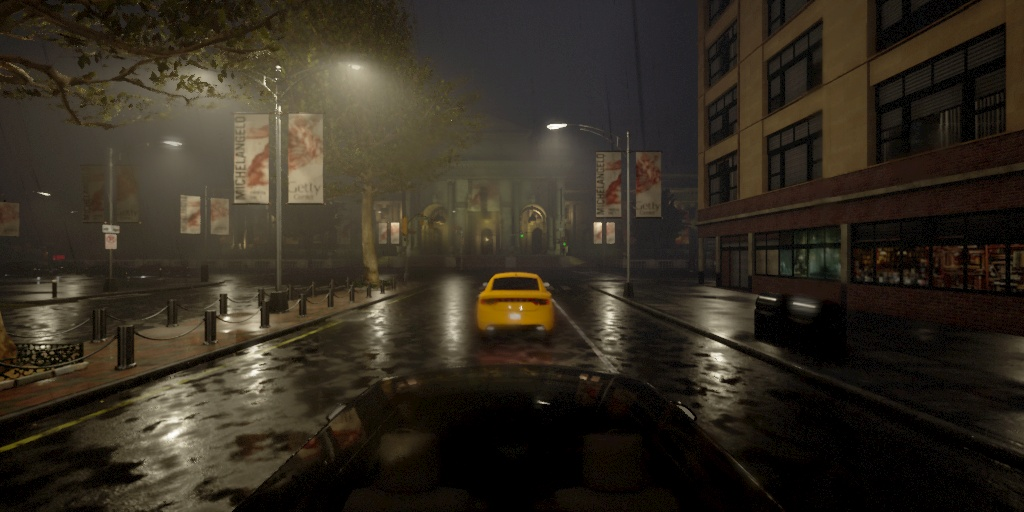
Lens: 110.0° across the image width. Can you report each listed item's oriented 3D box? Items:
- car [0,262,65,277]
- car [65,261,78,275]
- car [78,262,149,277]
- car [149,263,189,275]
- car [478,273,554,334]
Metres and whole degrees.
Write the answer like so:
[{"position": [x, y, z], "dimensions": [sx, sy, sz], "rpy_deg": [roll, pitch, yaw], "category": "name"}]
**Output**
[{"position": [-47.094, 1.269, 34.795], "dimensions": [4.674, 1.442, 1.812], "rpy_deg": [0, 0, 0], "category": "car"}, {"position": [-47.023, 1.290, 38.309], "dimensions": [5.357, 1.411, 2.033], "rpy_deg": [0, 0, 0], "category": "car"}, {"position": [-38.525, 1.307, 34.761], "dimensions": [4.181, 1.385, 1.994], "rpy_deg": [0, 0, 0], "category": "car"}, {"position": [-37.418, 1.343, 38.259], "dimensions": [4.718, 1.301, 1.895], "rpy_deg": [0, 0, 0], "category": "car"}, {"position": [0.119, 1.226, 10.648], "dimensions": [1.882, 1.535, 5.008], "rpy_deg": [0, 0, 1], "category": "car"}]
